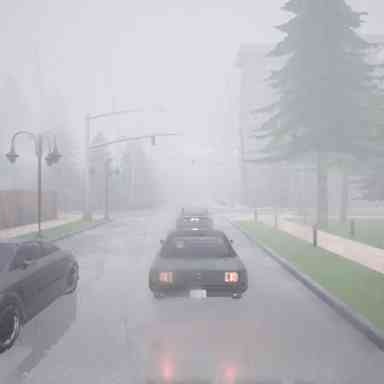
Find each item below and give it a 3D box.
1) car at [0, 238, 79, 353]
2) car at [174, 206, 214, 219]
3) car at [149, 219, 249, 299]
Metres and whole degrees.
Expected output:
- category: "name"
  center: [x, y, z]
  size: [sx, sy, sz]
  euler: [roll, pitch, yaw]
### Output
- category: "car"
  center: [-3.582, 1.564, 5.965]
  size: [1.994, 1.385, 4.181]
  euler: [0, 0, 0]
- category: "car"
  center: [0.131, 1.505, 17.650]
  size: [1.837, 1.490, 4.892]
  euler: [0, 0, 0]
- category: "car"
  center: [0.119, 1.601, 8.388]
  size: [1.895, 1.301, 4.718]
  euler: [0, 0, 0]
